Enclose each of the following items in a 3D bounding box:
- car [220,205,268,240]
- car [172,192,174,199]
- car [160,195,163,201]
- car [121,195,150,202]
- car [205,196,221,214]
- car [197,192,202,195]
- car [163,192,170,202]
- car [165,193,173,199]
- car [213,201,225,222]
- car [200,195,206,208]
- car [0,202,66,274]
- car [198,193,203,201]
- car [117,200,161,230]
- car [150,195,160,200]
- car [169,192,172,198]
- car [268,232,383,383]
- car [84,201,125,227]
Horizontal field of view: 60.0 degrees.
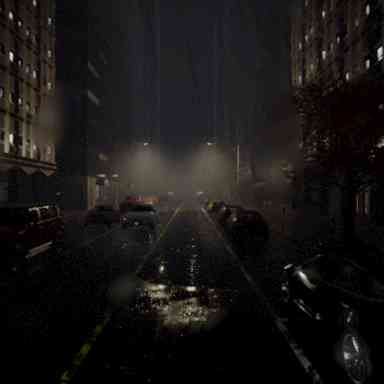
[{"bbox_3d":[2.619,1.522,16.358,1.802,1.307,4.206,0,0,0],"label":"car"},{"bbox_3d":[-6.067,1.234,78.762,2.008,1.369,4.403,0,0,0],"label":"car"},{"bbox_3d":[-5.927,1.352,50.214,1.752,1.417,4.829,0,0,0],"label":"car"},{"bbox_3d":[-5.843,1.216,33.357,2.192,1.841,5.009,0,0,0],"label":"car"},{"bbox_3d":[2.535,1.400,33.552,1.752,1.417,4.829,0,0,0],"label":"car"},{"bbox_3d":[2.342,1.233,73.102,1.887,1.381,4.507,0,0,0],"label":"car"},{"bbox_3d":[-6.011,1.310,67.410,1.947,1.339,4.313,0,0,0],"label":"car"},{"bbox_3d":[-6.121,1.058,90.110,1.967,1.590,4.097,0,0,0],"label":"car"},{"bbox_3d":[2.591,1.502,22.032,1.802,1.307,4.206,0,0,0],"label":"car"},{"bbox_3d":[2.480,1.392,44.731,1.947,1.339,4.313,0,0,0],"label":"car"},{"bbox_3d":[-5.733,1.299,10.655,2.192,1.841,5.009,0,0,0],"label":"car"},{"bbox_3d":[2.425,1.319,56.081,1.887,1.381,4.507,0,0,0],"label":"car"},{"bbox_3d":[-3.100,1.467,20.752,1.812,1.442,4.674,0,0,0],"label":"car"},{"bbox_3d":[-5.899,1.292,44.708,1.967,1.590,4.097,0,0,0],"label":"car"},{"bbox_3d":[-6.039,1.259,73.084,1.887,1.381,4.507,0,0,0],"label":"car"},{"bbox_3d":[2.674,1.543,5.009,1.947,1.339,4.313,0,0,0],"label":"car"},{"bbox_3d":[-5.790,1.527,22.005,1.802,1.307,4.206,0,0,0],"label":"car"}]
